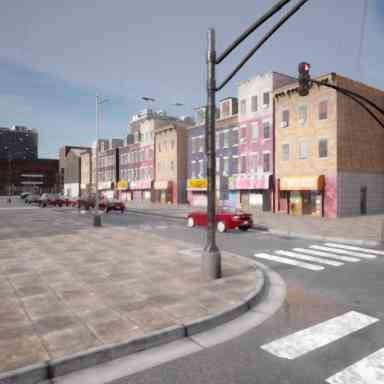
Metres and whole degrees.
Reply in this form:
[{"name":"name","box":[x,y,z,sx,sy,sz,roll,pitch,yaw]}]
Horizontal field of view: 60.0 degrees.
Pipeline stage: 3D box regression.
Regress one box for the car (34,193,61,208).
[{"name":"car","box":[-17.714,0.934,41.283,2.097,1.767,4.553,0,1,-35]}]

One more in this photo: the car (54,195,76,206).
[{"name":"car","box":[-17.371,1.133,45.299,1.802,1.307,4.206,0,0,-35]}]

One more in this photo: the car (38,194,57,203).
[{"name":"car","box":[-23.642,1.011,54.184,2.008,1.369,4.403,0,0,-35]}]

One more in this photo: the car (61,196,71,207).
[{"name":"car","box":[-14.236,1.181,40.858,1.802,1.307,4.206,0,0,-35]}]

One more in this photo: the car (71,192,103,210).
[{"name":"car","box":[-11.097,0.962,36.414,2.192,1.841,5.009,0,0,-35]}]

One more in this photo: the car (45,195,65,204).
[{"name":"car","box":[-20.506,1.087,49.742,1.802,1.307,4.206,0,0,-35]}]

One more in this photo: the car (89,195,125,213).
[{"name":"car","box":[-7.964,1.242,31.973,1.887,1.381,4.507,0,0,-35]}]

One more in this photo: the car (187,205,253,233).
[{"name":"car","box":[1.442,1.401,18.647,1.887,1.381,4.507,1,0,-35]}]

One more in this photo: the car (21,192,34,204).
[{"name":"car","box":[-23.573,1.044,49.502,2.033,1.411,5.357,0,1,-35]}]
